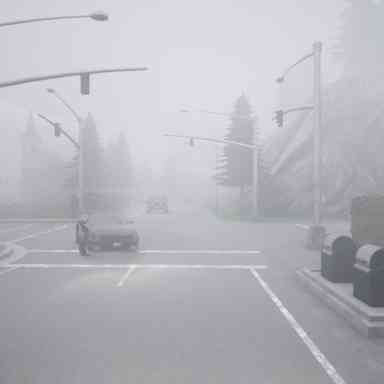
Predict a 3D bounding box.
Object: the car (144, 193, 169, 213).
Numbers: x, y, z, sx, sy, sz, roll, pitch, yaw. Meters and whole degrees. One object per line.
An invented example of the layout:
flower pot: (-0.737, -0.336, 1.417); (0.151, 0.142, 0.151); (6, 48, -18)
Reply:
car: (-3.756, 1.221, 37.202); (2.150, 2.045, 5.566); (0, 0, -2)

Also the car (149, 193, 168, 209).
car: (-4.895, 1.221, 47.903); (2.150, 2.045, 5.566); (0, 0, -12)

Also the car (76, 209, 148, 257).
car: (-3.495, 1.478, 13.356); (1.882, 1.535, 5.008); (3, -1, -24)

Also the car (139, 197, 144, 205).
car: (-8.204, 1.562, 59.165); (1.994, 1.385, 4.181); (0, 0, -21)
